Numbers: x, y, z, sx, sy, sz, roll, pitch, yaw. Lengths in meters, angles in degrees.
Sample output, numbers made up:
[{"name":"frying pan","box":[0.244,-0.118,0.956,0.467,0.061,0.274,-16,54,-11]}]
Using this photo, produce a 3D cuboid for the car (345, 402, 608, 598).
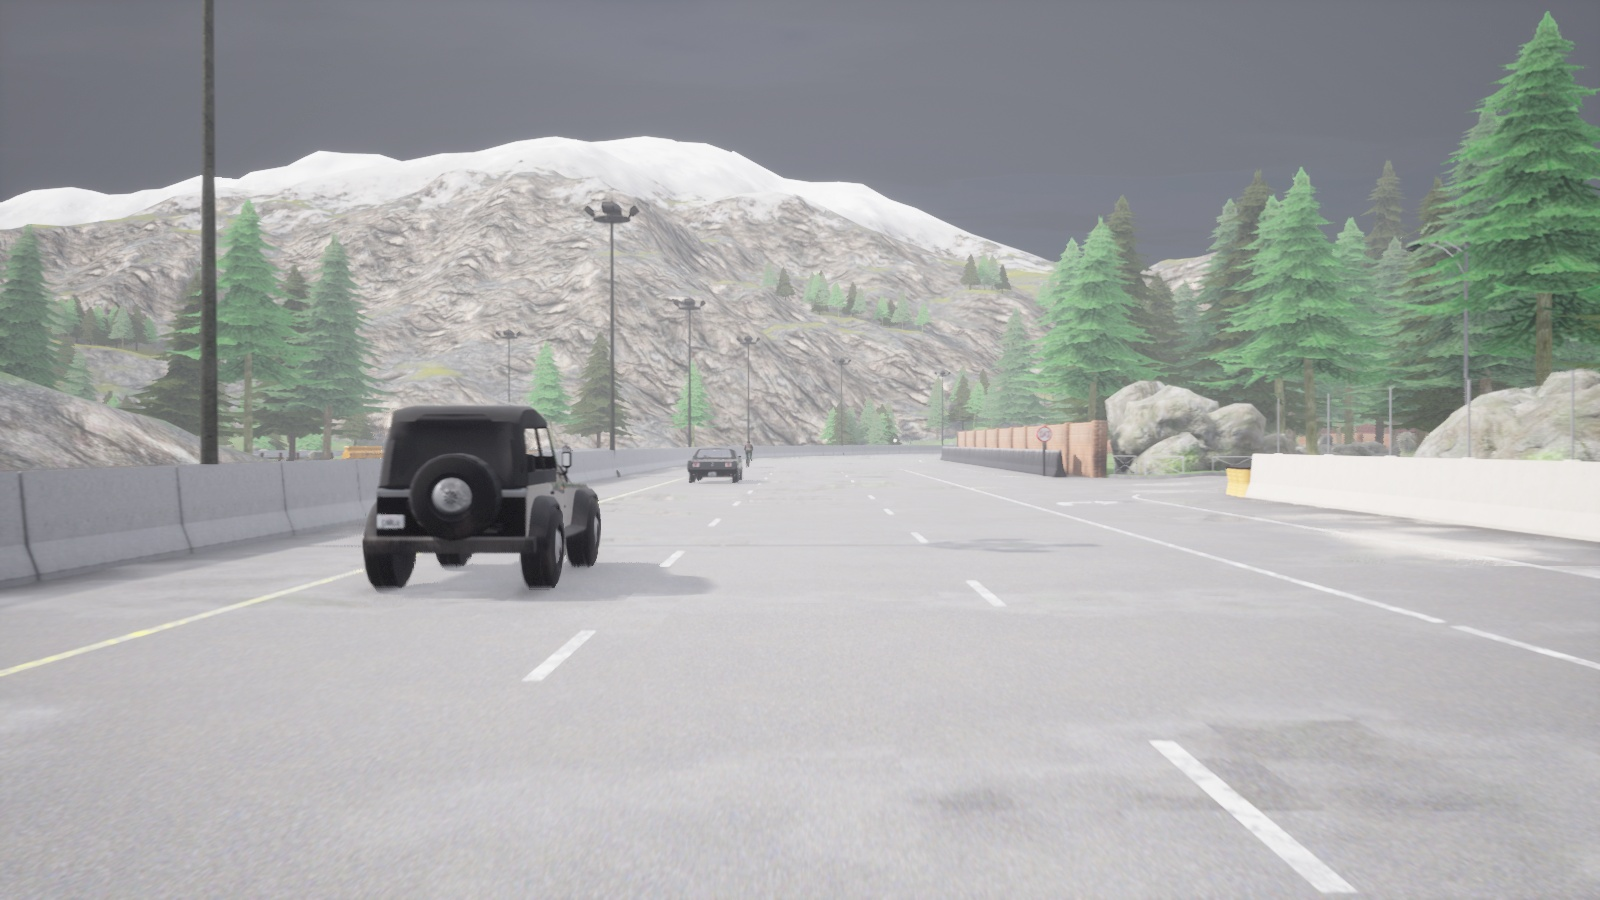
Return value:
[{"name":"car","box":[-3.405,0.462,13.994,1.905,1.878,3.866,0,1,0]}]

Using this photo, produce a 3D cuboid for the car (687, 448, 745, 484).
[{"name":"car","box":[-3.208,0.570,48.607,1.895,1.301,4.718,0,0,0]}]
